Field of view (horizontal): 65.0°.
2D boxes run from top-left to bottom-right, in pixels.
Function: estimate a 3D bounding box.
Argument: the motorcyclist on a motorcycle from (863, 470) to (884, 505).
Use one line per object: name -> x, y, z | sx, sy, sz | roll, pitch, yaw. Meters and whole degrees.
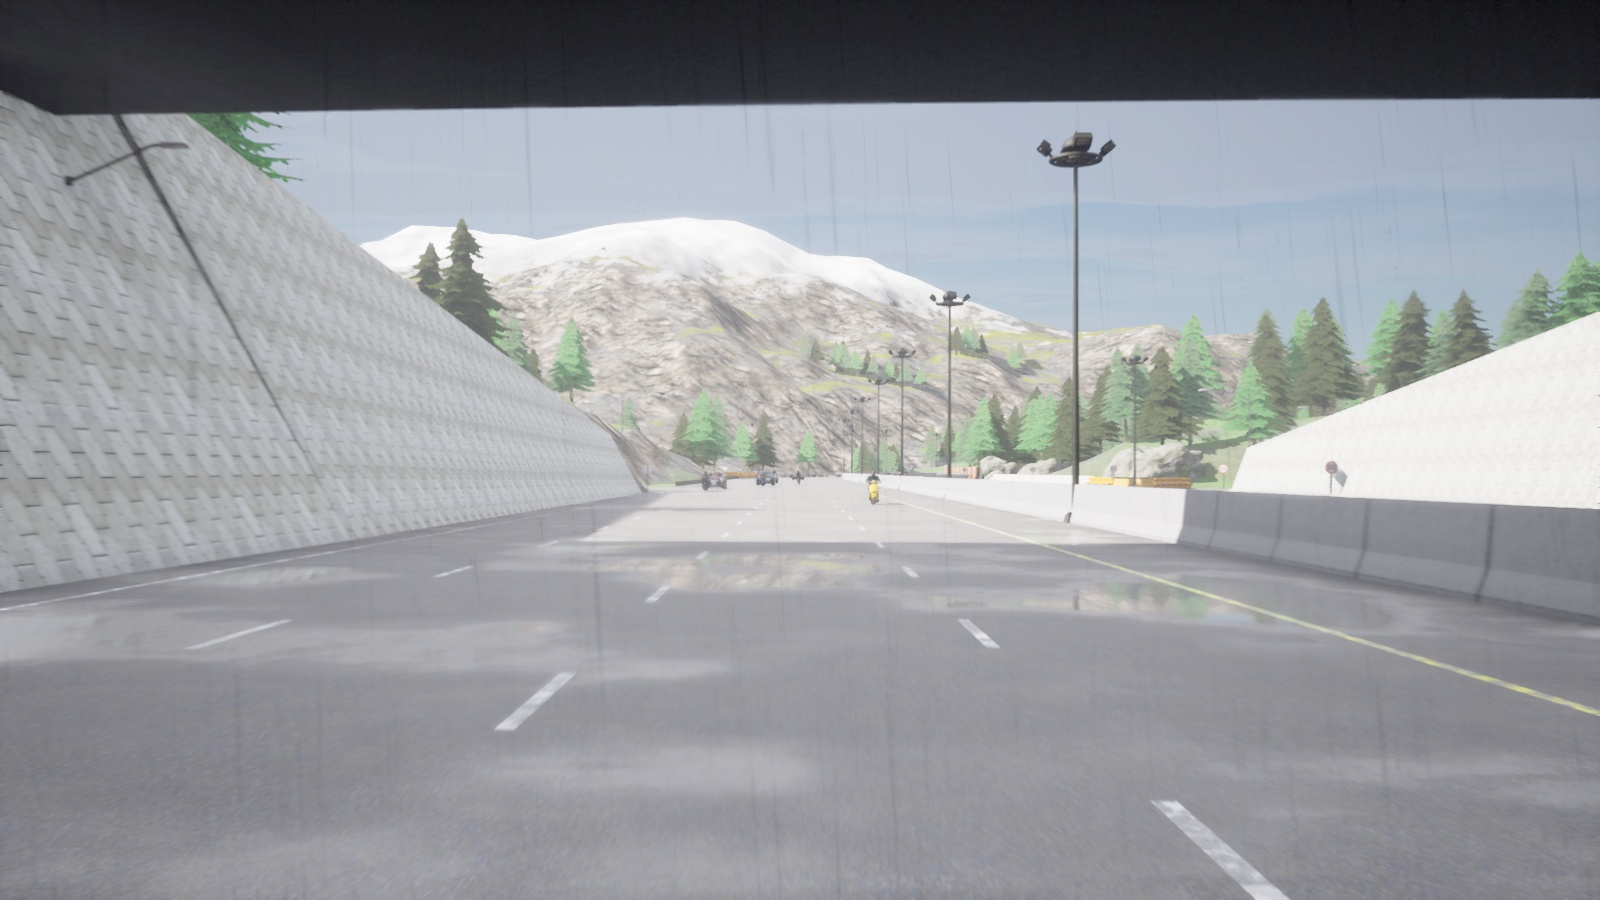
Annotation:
motorcyclist on a motorcycle -> 3.425, 1.728, 58.363 | 0.866, 1.590, 1.817 | 0, -1, 0
